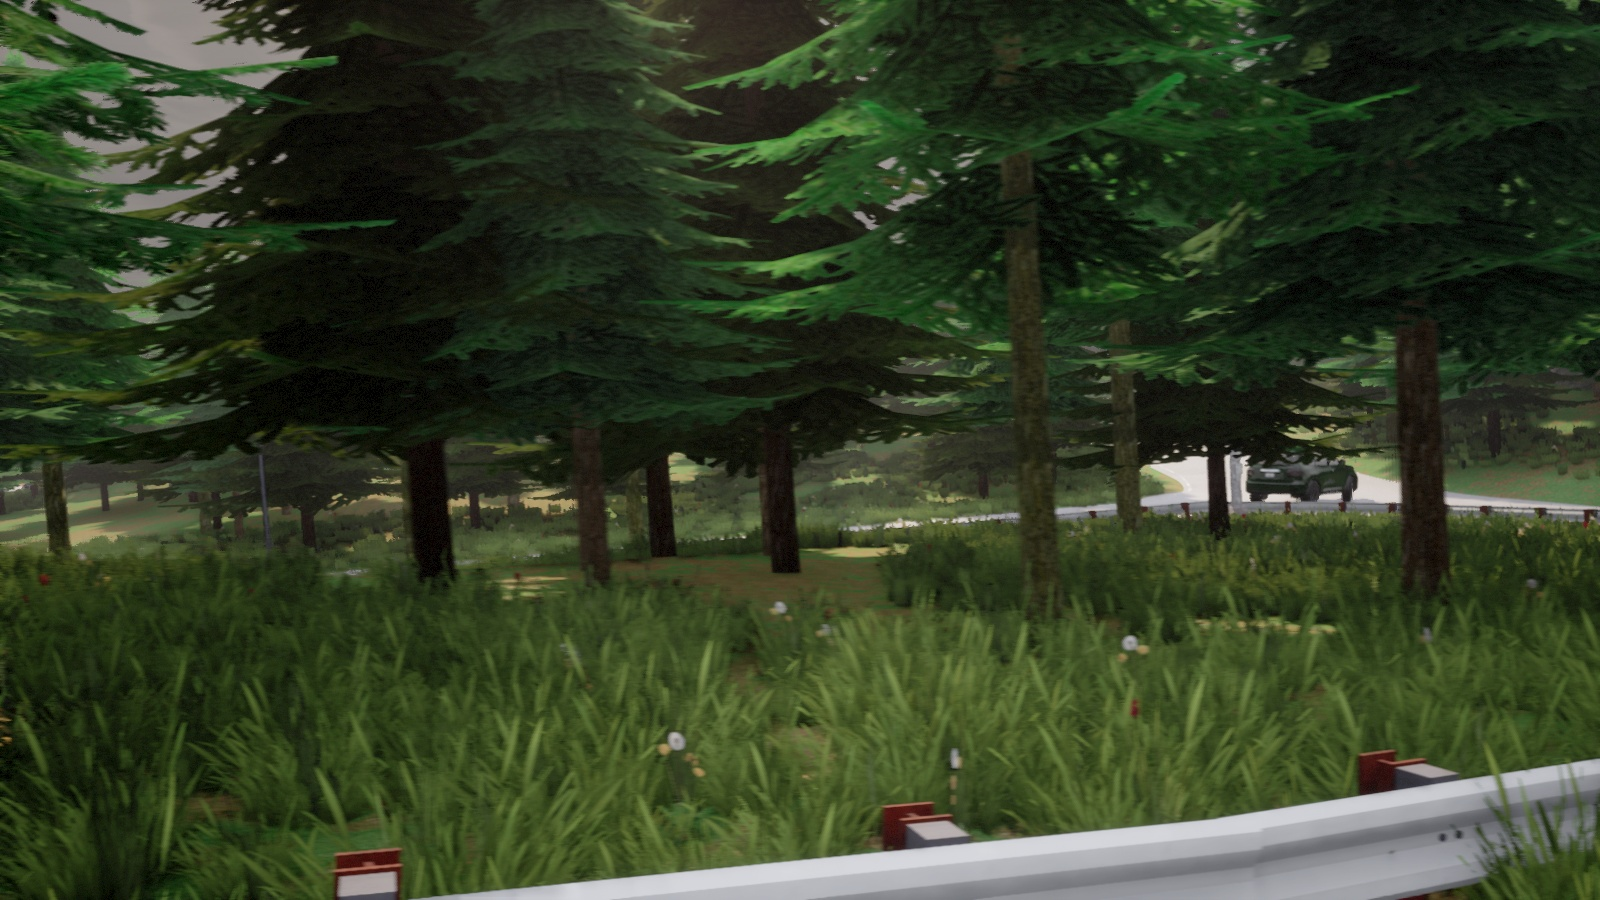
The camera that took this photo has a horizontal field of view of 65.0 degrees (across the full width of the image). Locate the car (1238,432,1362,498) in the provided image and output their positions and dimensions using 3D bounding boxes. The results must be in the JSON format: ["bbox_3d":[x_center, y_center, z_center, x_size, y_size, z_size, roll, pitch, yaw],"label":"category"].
[{"bbox_3d":[17.998,0.477,45.043,2.150,2.045,5.566,0,3,44],"label":"car"}]
